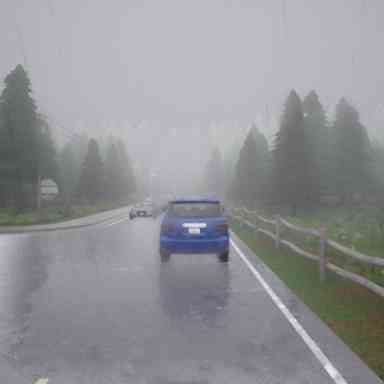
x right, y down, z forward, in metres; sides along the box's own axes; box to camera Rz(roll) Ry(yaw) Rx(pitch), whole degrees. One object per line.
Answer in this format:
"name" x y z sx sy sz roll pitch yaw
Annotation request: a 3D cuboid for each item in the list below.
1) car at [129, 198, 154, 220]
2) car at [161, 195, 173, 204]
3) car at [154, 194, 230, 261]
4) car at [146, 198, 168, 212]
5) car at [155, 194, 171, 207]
"car" -3.658 1.428 26.470 1.994 1.385 4.181 0 0 2
"car" -4.325 1.236 58.217 1.812 1.442 4.674 0 1 -1
"car" 0.070 1.165 12.082 2.150 2.045 5.566 0 1 0
"car" -3.752 1.378 36.427 1.994 1.385 4.181 0 0 -1
"car" -4.010 1.121 46.670 2.097 1.767 4.553 0 0 -2
